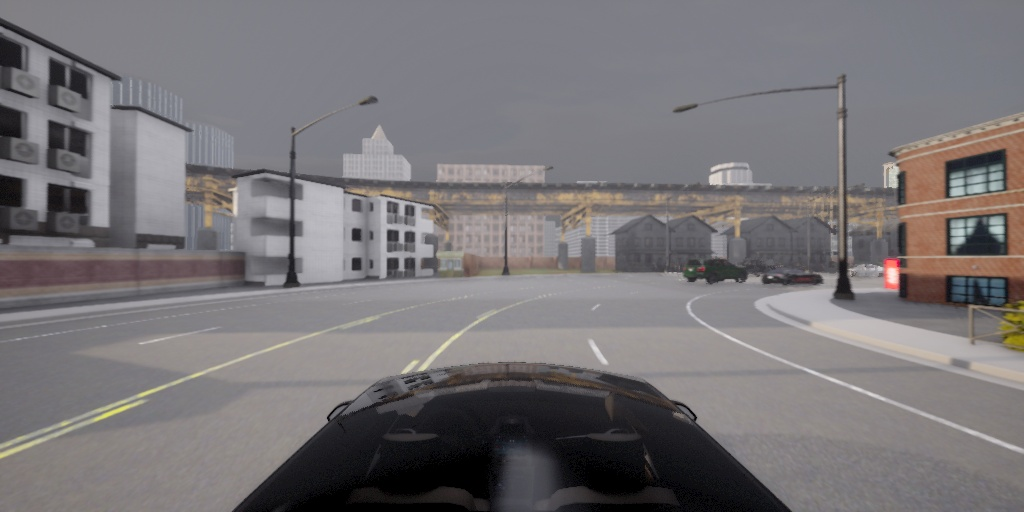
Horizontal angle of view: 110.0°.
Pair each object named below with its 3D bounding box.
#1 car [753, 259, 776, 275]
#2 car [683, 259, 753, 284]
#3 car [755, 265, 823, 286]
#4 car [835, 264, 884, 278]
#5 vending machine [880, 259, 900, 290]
[{"bbox_3d":[28.034,1.361,42.214,5.566,2.045,2.150,0,-1,-2],"label":"car"},{"bbox_3d":[16.990,1.241,30.020,5.566,2.045,2.150,0,-1,-21],"label":"car"},{"bbox_3d":[21.308,1.561,27.305,4.181,1.385,1.994,0,-1,-12],"label":"car"},{"bbox_3d":[37.963,1.639,38.998,4.674,1.442,1.812,0,-1,-1],"label":"car"},{"bbox_3d":[23.848,1.145,22.067,0.880,2.100,1.100,0,0,-6],"label":"vending machine"}]
